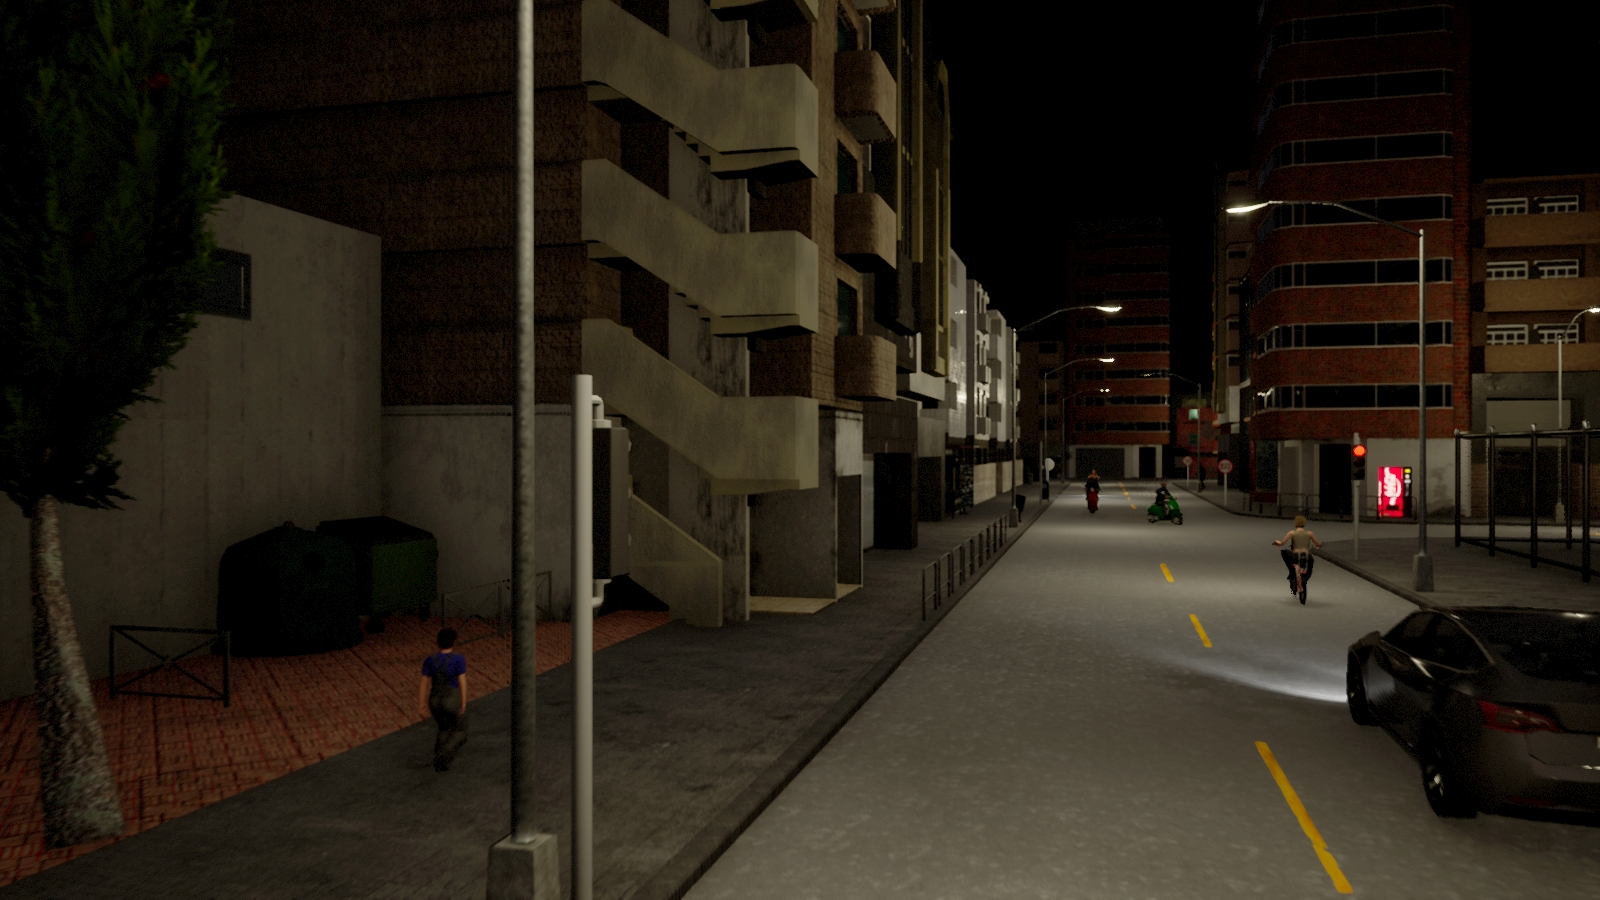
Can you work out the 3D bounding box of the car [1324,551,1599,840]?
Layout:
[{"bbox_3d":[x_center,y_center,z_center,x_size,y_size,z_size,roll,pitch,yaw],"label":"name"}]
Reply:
[{"bbox_3d":[6.114,1.843,9.849,2.163,1.488,4.792,0,0,15],"label":"car"}]

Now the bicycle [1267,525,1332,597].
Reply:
[{"bbox_3d":[9.258,2.031,21.231,0.859,1.080,1.487,0,4,15],"label":"bicycle"}]

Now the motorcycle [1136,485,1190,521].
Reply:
[{"bbox_3d":[13.581,1.963,42.756,0.856,1.236,1.805,5,-2,-26],"label":"motorcycle"}]

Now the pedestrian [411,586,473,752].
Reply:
[{"bbox_3d":[-2.978,1.806,9.509,0.375,1.300,0.375,0,0,6],"label":"pedestrian"}]
